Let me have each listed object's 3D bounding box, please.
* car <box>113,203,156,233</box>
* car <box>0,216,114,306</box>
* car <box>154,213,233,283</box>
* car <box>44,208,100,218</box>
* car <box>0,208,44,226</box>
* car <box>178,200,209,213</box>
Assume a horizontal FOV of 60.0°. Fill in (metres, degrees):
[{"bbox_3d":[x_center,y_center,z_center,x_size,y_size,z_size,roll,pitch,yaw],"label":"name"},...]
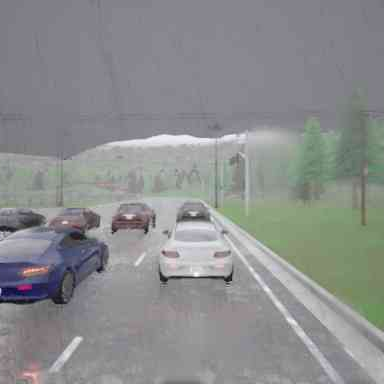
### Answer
[{"bbox_3d":[-3.403,1.423,20.193,2.097,1.767,4.553,0,0,0],"label":"car"},{"bbox_3d":[-3.397,1.554,7.981,1.812,1.442,4.674,0,0,0],"label":"car"},{"bbox_3d":[0.101,1.560,9.660,1.812,1.442,4.674,0,0,0],"label":"car"},{"bbox_3d":[-6.902,1.636,20.146,1.994,1.385,4.181,0,0,0],"label":"car"},{"bbox_3d":[-10.402,1.635,19.769,1.994,1.385,4.181,0,0,0],"label":"car"},{"bbox_3d":[0.098,1.431,22.595,2.097,1.767,4.553,0,0,0],"label":"car"}]
